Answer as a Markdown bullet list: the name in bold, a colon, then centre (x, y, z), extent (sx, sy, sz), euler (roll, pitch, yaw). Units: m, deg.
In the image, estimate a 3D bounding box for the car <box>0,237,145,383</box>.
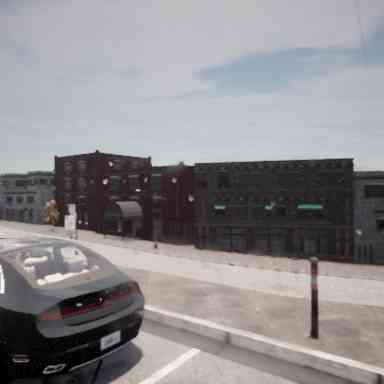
- **car**: centre (-2.932, 1.484, 5.341), extent (4.892, 1.521, 2.231), euler (0, 0, 35)
